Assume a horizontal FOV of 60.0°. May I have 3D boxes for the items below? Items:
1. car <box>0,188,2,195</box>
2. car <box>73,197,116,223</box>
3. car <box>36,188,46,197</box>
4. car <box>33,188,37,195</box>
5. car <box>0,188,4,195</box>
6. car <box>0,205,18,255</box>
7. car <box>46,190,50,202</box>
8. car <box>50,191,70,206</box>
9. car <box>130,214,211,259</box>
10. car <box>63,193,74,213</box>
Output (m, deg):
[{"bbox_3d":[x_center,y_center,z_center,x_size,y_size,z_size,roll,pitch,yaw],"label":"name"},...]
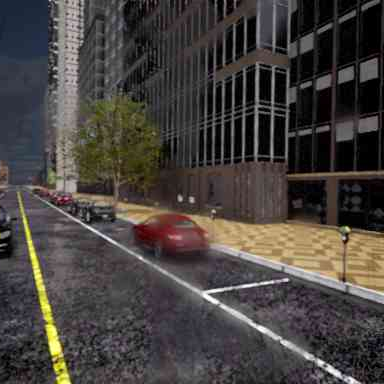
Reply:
[{"bbox_3d":[-42.830,-0.161,73.183,1.802,1.307,4.206,1,1,-28],"label":"car"},{"bbox_3d":[-6.185,1.167,21.730,2.008,1.369,4.403,1,1,-28],"label":"car"},{"bbox_3d":[-27.444,0.233,61.992,1.887,1.381,4.507,1,1,-28],"label":"car"},{"bbox_3d":[-35.416,-0.109,77.090,1.947,1.339,4.313,1,1,-28],"label":"car"},{"bbox_3d":[-40.171,-0.077,68.149,1.887,1.381,4.507,1,1,-28],"label":"car"},{"bbox_3d":[-7.282,1.221,11.610,2.128,1.511,4.902,1,1,-28],"label":"car"},{"bbox_3d":[-16.813,0.598,41.859,1.967,1.590,4.097,1,1,-28],"label":"car"},{"bbox_3d":[-14.155,0.714,36.827,1.967,1.590,4.097,1,1,-28],"label":"car"},{"bbox_3d":[-0.871,1.417,11.665,1.802,1.307,4.206,1,1,-28],"label":"car"},{"bbox_3d":[-8.842,1.054,26.763,2.008,1.369,4.403,1,1,-28],"label":"car"}]
